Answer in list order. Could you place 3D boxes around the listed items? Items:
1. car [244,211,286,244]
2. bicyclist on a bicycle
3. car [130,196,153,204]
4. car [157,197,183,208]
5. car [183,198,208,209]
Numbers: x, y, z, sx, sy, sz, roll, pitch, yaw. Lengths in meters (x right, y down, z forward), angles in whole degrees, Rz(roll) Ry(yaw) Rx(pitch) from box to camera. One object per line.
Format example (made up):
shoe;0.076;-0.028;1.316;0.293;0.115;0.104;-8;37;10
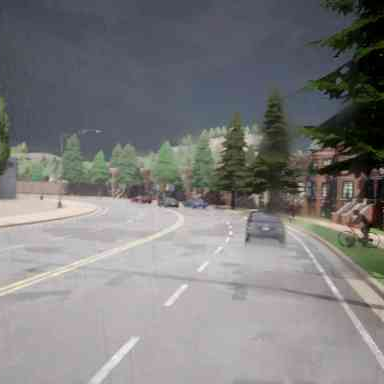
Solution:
car;3.648;1.669;16.957;2.033;1.411;5.357;2;0;10
bicyclist on a bicycle;7.099;1.559;14.102;1.656;1.620;0.582;2;0;12
car;-8.236;1.234;53.588;1.895;1.301;4.718;2;0;-37
car;-3.268;1.395;44.846;1.994;1.385;4.181;2;0;-24
car;0.345;1.516;45.331;2.033;1.411;5.357;2;0;-23
